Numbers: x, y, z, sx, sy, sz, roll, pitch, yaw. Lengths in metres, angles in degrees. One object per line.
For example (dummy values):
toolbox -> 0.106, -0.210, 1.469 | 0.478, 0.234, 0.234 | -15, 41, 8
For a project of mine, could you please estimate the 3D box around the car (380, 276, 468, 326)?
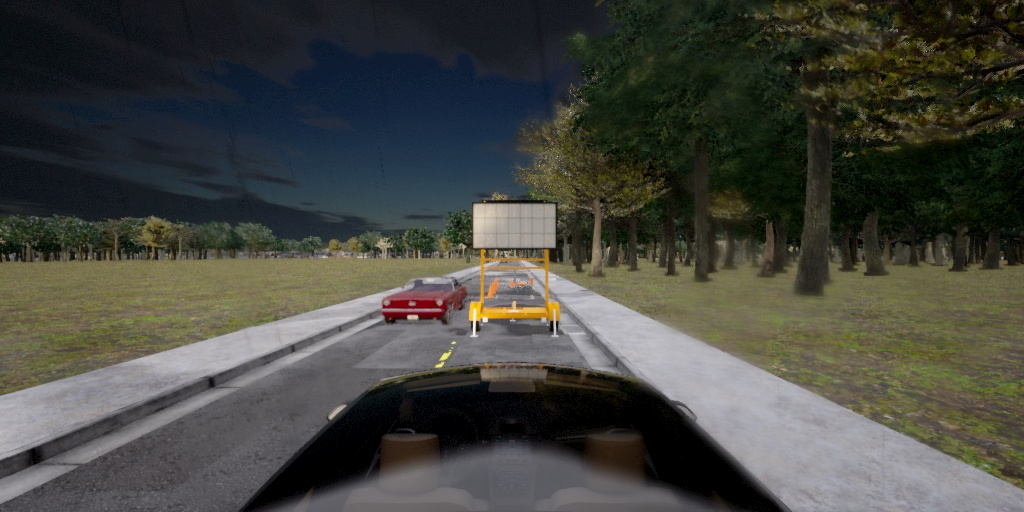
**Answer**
car -> -2.663, 1.351, 11.860 | 1.895, 1.301, 4.718 | 0, 0, 0

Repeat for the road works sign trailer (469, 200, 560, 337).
road works sign trailer -> 0.074, 0.214, 10.245 | 2.380, 3.560, 2.880 | 0, 0, 0
